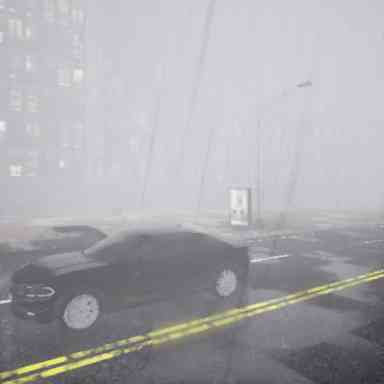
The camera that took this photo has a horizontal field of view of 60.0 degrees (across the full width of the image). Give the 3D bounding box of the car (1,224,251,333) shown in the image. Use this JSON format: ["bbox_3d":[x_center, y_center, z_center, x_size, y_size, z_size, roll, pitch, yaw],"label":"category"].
[{"bbox_3d":[-0.973,1.489,6.979,5.008,1.535,1.882,0,0,-35],"label":"car"}]
